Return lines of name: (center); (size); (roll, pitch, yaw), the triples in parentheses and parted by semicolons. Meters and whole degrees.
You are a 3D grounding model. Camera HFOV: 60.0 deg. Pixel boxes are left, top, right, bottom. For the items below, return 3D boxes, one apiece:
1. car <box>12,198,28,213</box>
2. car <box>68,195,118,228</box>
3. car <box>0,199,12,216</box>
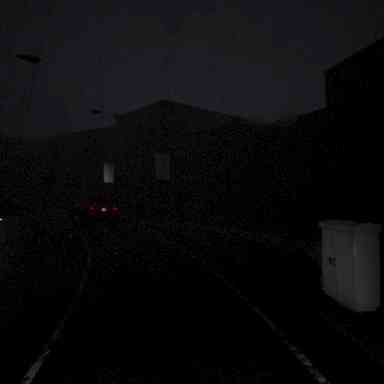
car: (-19.813, 1.441, 36.038); (5.008, 1.535, 1.882); (0, -1, 35)
car: (-6.868, 1.214, 22.808); (2.150, 2.045, 5.566); (1, -1, -32)
car: (-18.956, 1.502, 30.842); (4.181, 1.385, 1.994); (0, 0, 38)
